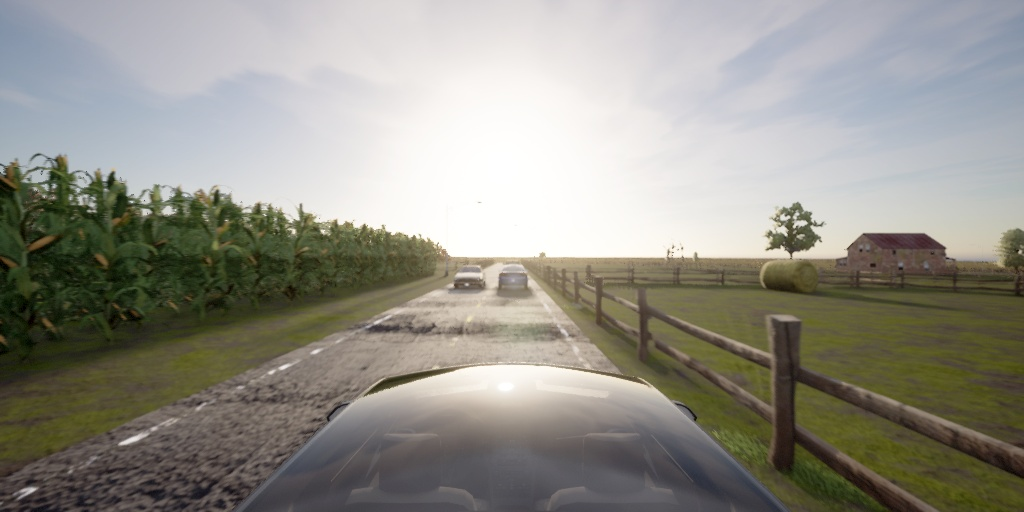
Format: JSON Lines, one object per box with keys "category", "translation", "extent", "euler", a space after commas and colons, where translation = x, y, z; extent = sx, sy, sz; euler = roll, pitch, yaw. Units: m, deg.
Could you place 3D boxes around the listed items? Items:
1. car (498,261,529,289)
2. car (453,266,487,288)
{"category": "car", "translation": [0.079, 1.301, 23.782], "extent": [1.882, 1.535, 5.008], "euler": [0, 0, 0]}
{"category": "car", "translation": [-2.753, 1.373, 24.590], "extent": [2.033, 1.411, 5.357], "euler": [0, 0, 0]}
